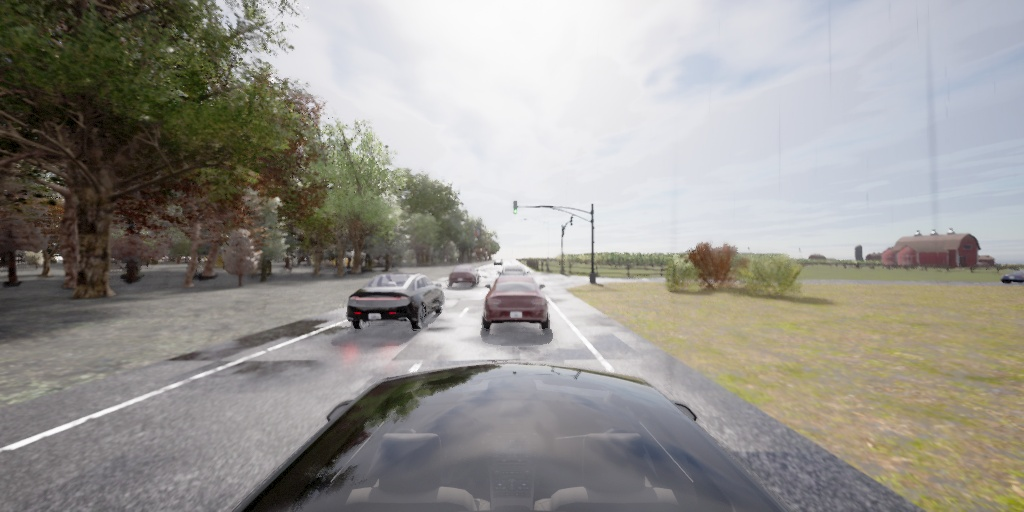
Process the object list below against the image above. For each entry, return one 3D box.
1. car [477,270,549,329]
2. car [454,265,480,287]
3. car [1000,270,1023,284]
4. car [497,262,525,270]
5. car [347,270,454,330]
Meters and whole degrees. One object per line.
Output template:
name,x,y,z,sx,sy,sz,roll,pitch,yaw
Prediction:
car,0.103,1.325,11.305,1.812,1.442,4.674,0,0,0
car,-3.403,1.399,25.936,1.812,1.442,4.674,0,0,0
car,48.928,2.001,33.651,4.181,1.385,1.994,1,-1,0
car,0.096,1.364,22.793,1.837,1.490,4.892,0,0,0
car,-3.402,1.291,11.312,2.128,1.511,4.902,0,0,0
